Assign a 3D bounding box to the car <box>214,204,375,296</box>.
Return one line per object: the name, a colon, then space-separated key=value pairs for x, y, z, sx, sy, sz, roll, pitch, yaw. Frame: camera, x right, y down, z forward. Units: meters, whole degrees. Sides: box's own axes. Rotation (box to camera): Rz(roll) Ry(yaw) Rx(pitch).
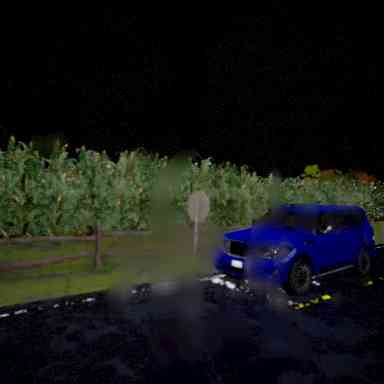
car: x=3.161 y=1.376 z=9.448 sx=5.566 sy=2.045 sz=2.150 roll=2 pitch=-1 yaw=-40
